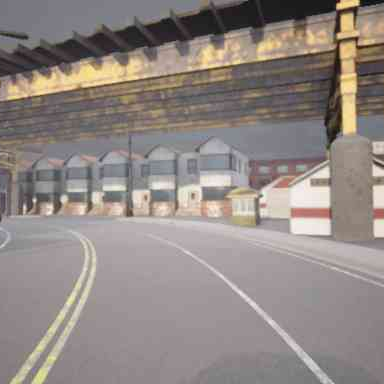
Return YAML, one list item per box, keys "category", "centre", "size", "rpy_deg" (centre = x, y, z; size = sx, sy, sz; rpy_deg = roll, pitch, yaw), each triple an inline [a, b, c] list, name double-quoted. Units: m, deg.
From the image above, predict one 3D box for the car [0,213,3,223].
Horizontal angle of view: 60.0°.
- category: "car"
  centre: [-20.820, 2.310, 33.265]
  size: [5.008, 1.535, 1.882]
  rpy_deg: [-2, -2, 37]
